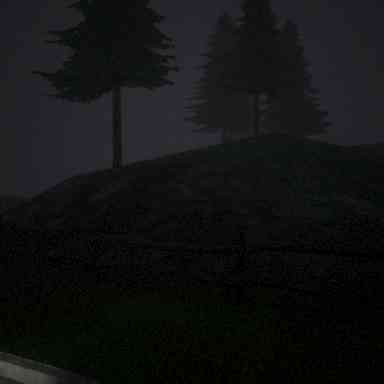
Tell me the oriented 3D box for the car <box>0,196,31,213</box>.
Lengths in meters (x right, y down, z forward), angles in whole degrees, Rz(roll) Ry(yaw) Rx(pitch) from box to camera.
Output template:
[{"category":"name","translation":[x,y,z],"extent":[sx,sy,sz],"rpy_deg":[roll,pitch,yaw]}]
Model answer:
[{"category":"car","translation":[-18.035,1.191,32.361],"extent":[1.882,1.535,5.008],"rpy_deg":[0,0,16]}]
